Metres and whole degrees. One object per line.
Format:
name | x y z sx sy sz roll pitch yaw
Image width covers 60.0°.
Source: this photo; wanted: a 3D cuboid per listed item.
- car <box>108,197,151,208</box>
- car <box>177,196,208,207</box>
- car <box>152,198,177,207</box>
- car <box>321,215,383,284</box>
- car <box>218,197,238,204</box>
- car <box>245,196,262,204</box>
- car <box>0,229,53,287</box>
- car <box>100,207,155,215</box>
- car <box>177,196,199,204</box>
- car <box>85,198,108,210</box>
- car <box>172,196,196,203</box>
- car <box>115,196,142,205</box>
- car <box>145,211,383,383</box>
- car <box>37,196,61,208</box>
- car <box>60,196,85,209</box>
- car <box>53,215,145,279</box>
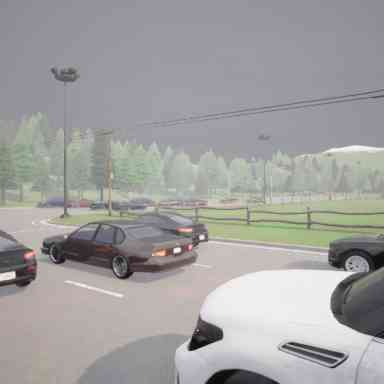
car | -7.396 1.564 39.667 1.994 1.385 4.181 0 0 37
car | 0.288 1.601 49.878 1.895 1.301 4.718 0 0 37
car | -3.570 1.563 50.574 1.994 1.385 4.181 0 0 37
car | 6.046 1.478 8.249 5.008 1.535 1.882 0 0 36
car | 6.894 1.600 64.363 1.895 1.301 4.718 0 0 37
car | 12.175 1.493 65.518 2.128 1.511 4.902 0 0 38
car | -5.560 1.526 8.054 4.674 1.442 1.812 0 0 36
car | -1.486 1.526 13.747 4.674 1.442 1.812 0 0 36
car | -0.716 1.525 65.887 1.812 1.442 4.674 0 0 38
car | -10.494 1.601 41.364 1.895 1.301 4.718 0 0 34
car | -1.657 1.539 70.383 2.033 1.411 5.357 0 0 37
car | -11.015 1.525 58.109 1.812 1.442 4.674 0 0 37
car | 2.499 1.221 2.172 5.566 2.045 2.150 0 0 36
car | -19.432 1.352 46.910 2.097 1.767 4.553 0 0 36
car | -15.514 1.564 46.344 1.994 1.385 4.181 0 0 37
car | -2.399 1.547 10.060 5.357 1.411 2.033 0 0 37
